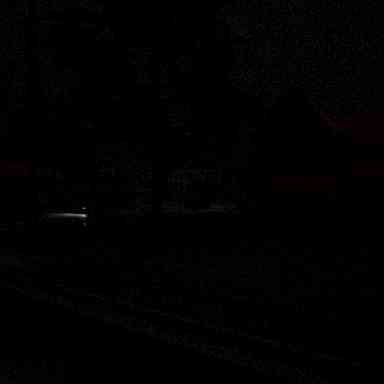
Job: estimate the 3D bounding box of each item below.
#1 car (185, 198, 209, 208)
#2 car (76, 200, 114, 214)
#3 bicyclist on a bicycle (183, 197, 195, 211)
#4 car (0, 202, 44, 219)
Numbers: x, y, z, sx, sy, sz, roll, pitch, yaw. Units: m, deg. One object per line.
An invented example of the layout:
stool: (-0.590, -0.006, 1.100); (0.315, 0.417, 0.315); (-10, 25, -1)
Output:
car: (0.872, 1.719, 51.747); (1.882, 1.535, 5.008); (-1, -1, 34)
car: (-11.566, 1.773, 39.890); (1.837, 1.490, 4.892); (-1, 0, 34)
bicyclist on a bicycle: (-0.318, 1.406, 37.845); (1.656, 1.620, 0.582); (0, 0, 34)
car: (-16.839, 1.771, 32.090); (1.837, 1.490, 4.892); (-1, 0, 34)
